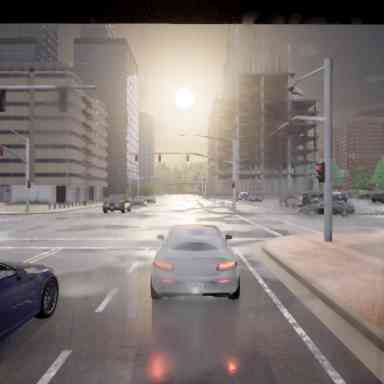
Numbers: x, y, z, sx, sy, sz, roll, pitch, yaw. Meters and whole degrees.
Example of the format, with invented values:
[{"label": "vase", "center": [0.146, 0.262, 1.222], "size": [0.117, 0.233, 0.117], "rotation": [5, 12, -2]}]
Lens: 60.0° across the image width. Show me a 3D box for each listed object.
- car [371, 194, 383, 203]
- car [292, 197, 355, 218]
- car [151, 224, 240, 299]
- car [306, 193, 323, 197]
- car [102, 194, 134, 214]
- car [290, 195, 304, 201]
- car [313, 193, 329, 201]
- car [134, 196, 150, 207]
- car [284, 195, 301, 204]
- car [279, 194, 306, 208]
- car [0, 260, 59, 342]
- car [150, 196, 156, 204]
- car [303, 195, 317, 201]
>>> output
[{"label": "car", "center": [35.487, 1.153, 61.954], "size": [1.932, 1.855, 4.605], "rotation": [0, 0, 0]}, {"label": "car", "center": [12.102, 1.491, 30.112], "size": [4.902, 1.511, 2.128], "rotation": [0, 0, 0]}, {"label": "car", "center": [0.072, 1.526, 8.303], "size": [1.812, 1.442, 4.674], "rotation": [0, 0, 0]}, {"label": "car", "center": [15.966, 1.156, 44.306], "size": [1.905, 1.878, 3.866], "rotation": [0, 0, 0]}, {"label": "car", "center": [-7.979, 1.222, 35.649], "size": [2.150, 2.045, 5.566], "rotation": [0, 0, -1]}, {"label": "car", "center": [24.289, 1.395, 76.914], "size": [1.970, 1.475, 3.806], "rotation": [0, 0, 0]}, {"label": "car", "center": [29.867, 1.153, 76.989], "size": [1.932, 1.855, 4.605], "rotation": [0, 0, 0]}, {"label": "car", "center": [-8.125, 1.352, 50.774], "size": [2.097, 1.767, 4.553], "rotation": [0, 0, 0]}, {"label": "car", "center": [18.591, 1.395, 61.785], "size": [1.970, 1.475, 3.806], "rotation": [0, 0, 0]}, {"label": "car", "center": [13.071, 1.153, 44.347], "size": [1.932, 1.855, 4.605], "rotation": [0, 0, 0]}, {"label": "car", "center": [-3.441, 1.526, 4.429], "size": [1.812, 1.442, 4.674], "rotation": [0, 0, 0]}, {"label": "car", "center": [-8.181, 1.477, 66.018], "size": [1.882, 1.535, 5.008], "rotation": [0, 0, 0]}, {"label": "car", "center": [27.184, 1.364, 76.926], "size": [1.784, 1.438, 3.905], "rotation": [0, 0, 0]}]
